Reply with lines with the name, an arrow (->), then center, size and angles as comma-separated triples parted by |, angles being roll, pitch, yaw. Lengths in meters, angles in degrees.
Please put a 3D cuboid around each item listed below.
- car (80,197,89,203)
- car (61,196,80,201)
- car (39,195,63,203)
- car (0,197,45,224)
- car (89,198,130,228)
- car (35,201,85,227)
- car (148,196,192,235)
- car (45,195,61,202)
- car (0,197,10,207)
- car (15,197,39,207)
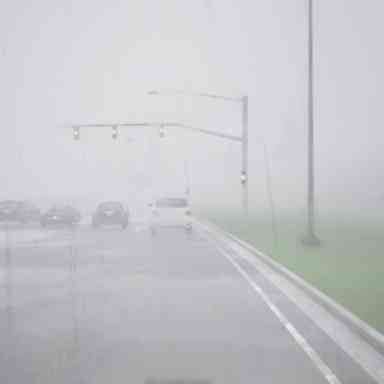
car -> -20.374, 1.565, 61.895 | 5.357, 1.411, 2.033 | 0, 0, 40
car -> -22.446, 1.527, 59.047 | 4.892, 1.490, 1.837 | 0, 0, 40
car -> -28.922, 1.428, 68.173 | 5.008, 1.535, 1.882 | 0, 0, 30
car -> -12.775, 1.367, 24.487 | 2.097, 1.767, 4.553 | 0, 0, -10
car -> -5.294, 1.354, 22.179 | 2.097, 1.767, 4.553 | 0, 0, -8
car -> -8.956, 1.573, 22.958 | 1.994, 1.385, 4.181 | 0, 0, -9
car -> -1.306, 1.218, 19.102 | 2.150, 2.045, 5.566 | 0, 0, -7
car -> -24.681, 1.591, 56.360 | 4.181, 1.385, 1.994 | 0, 0, 40
car -> -31.147, 1.587, 52.717 | 5.357, 1.411, 2.033 | 0, 0, 37
car -> -26.483, 1.536, 53.274 | 4.892, 1.490, 1.837 | 0, 0, 44
